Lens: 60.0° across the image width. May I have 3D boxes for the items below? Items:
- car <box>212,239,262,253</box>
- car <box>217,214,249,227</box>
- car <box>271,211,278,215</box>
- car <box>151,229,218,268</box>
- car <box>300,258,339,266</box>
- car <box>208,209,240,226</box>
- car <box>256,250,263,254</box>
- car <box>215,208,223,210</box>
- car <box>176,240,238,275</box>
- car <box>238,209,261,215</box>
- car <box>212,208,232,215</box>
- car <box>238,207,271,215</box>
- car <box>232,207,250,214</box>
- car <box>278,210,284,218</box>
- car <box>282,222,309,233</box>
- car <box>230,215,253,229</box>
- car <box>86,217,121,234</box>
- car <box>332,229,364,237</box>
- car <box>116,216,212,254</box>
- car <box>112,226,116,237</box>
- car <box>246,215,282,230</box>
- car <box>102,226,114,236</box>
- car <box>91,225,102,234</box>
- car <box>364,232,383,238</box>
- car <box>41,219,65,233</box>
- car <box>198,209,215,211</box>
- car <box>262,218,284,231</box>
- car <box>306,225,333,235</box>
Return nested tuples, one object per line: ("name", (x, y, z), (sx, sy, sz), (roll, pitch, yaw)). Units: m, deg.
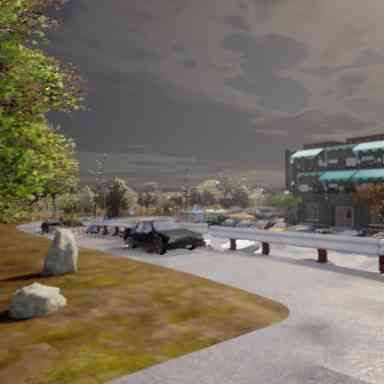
("car", (2.860, 4.402, 21.796), (2.435, 2.045, 5.566), (0, 1, 36))
("car", (6.005, 4.478, 47.681), (2.002, 1.452, 4.674), (0, 0, 36))
("car", (15.819, 5.208, 73.407), (4.674, 1.452, 2.002), (1, 0, 36))
("car", (-0.461, 4.399, 26.874), (2.435, 2.045, 5.566), (-1, 1, 36))
("car", (6.258, 4.402, 16.817), (2.435, 2.045, 5.566), (-1, 1, 36))
("car", (4.372, 4.186, 50.169), (2.435, 2.045, 5.566), (0, 0, 36))
("car", (4.578, 4.654, 19.311), (2.231, 1.521, 4.892), (0, 1, 36))
("car", (5.469, 5.184, 88.305), (4.892, 1.521, 2.231), (0, -1, 36))
("car", (1.225, 4.681, 24.364), (2.163, 1.488, 4.792), (-1, 1, 36))
("car", (10.981, 5.038, 69.900), (5.366, 1.575, 1.946), (1, 0, 36))
("car", (8.109, 5.241, 90.333), (5.366, 1.575, 1.946), (0, -1, 36))
("car", (13.359, 4.855, 71.699), (5.566, 2.045, 2.435), (1, 0, 36))
("car", (13.833, 5.239, 94.090), (4.553, 1.767, 2.185), (-1, -2, 36))
("car", (18.322, 5.224, 75.107), (5.008, 1.535, 2.097), (1, 0, 36))
("car", (12.571, 4.441, 37.842), (2.231, 1.521, 4.892), (0, 0, 36))
("car", (7.650, 4.439, 45.223), (2.231, 1.521, 4.892), (0, 0, 36))
("car", (-10.548, 4.397, 41.906), (2.435, 2.045, 5.566), (0, 1, 36))
("car", (15.850, 4.441, 32.918), (2.097, 1.535, 5.008), (0, 0, 37))
("car", (-1.600, 2.050, 15.960), (2.033, 1.411, 5.357), (-1, -4, -33))
("car", (-5.527, 4.525, 34.369), (2.185, 1.767, 4.553), (-1, 1, 36))
("car", (9.309, 4.313, 42.783), (2.185, 1.767, 4.553), (0, 0, 36))
("car", (-7.163, 4.523, 36.930), (2.185, 1.767, 4.553), (0, 1, 36))
("car", (-8.863, 4.650, 39.419), (2.231, 1.521, 4.892), (-1, 1, 36))
("car", (17.601, 4.439, 30.605), (1.946, 1.575, 5.366), (0, 0, 36))
("car", (-15.649, 3.783, 37.312), (2.128, 1.511, 4.902), (-1, -4, -33))
("car", (2.663, 5.122, 86.395), (4.892, 1.521, 2.231), (0, -2, 36))
("car", (10.828, 4.436, 40.145), (1.946, 1.575, 5.366), (0, 0, 36))
("car", (14.226, 4.470, 35.401), (2.163, 1.488, 4.792), (0, 0, 36))
